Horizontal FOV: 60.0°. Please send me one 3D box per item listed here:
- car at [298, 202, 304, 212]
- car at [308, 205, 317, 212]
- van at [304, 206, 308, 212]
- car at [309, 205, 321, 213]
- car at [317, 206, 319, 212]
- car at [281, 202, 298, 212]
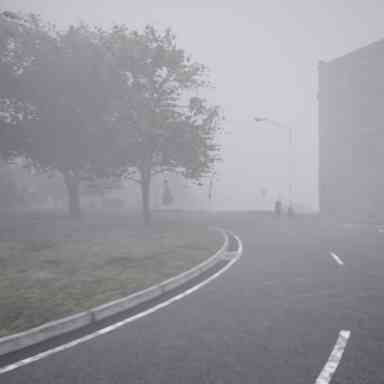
[{"bbox_3d":[18.507,2.983,60.864,2.163,1.488,4.792,0,-3,28],"label":"car"},{"bbox_3d":[26.291,3.911,75.432,2.002,1.452,4.674,0,-3,28],"label":"car"},{"bbox_3d":[21.153,3.039,65.819,1.878,1.987,4.442,0,-3,28],"label":"van"},{"bbox_3d":[31.540,4.363,85.257,2.185,1.767,4.553,0,-3,28],"label":"car"},{"bbox_3d":[28.939,4.057,80.391,2.185,1.767,4.553,0,-3,28],"label":"car"},{"bbox_3d":[15.936,2.689,56.015,2.002,1.452,4.674,2,-2,28],"label":"car"}]
